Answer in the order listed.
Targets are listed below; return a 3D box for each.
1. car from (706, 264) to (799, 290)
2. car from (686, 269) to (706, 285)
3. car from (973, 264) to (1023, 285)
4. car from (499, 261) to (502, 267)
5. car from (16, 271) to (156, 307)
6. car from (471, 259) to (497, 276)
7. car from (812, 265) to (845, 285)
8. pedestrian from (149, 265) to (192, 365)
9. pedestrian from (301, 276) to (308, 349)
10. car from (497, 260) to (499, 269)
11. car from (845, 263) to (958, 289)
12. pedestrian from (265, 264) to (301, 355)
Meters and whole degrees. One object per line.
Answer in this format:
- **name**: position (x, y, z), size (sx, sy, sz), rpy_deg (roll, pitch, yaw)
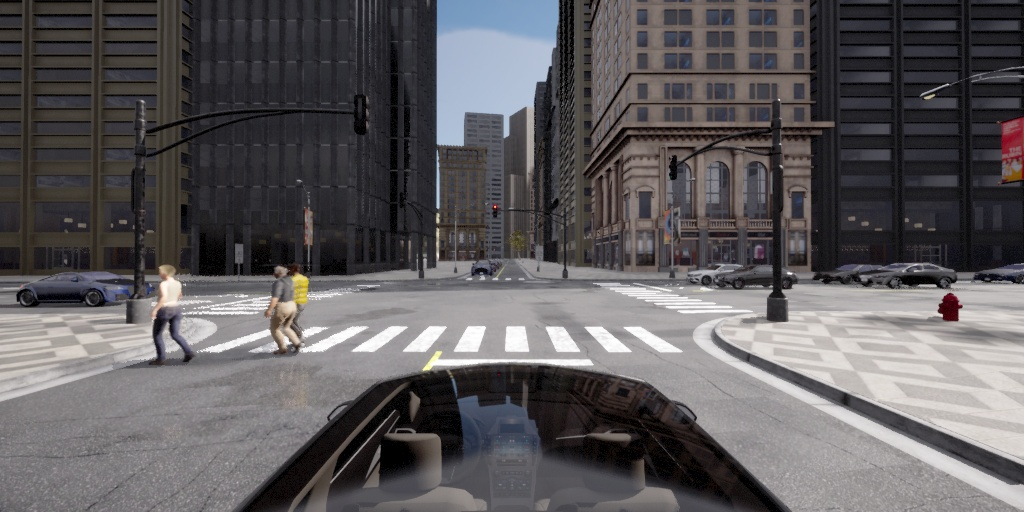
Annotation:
- **car**: position (14.707, 1.238, 21.726), size (4.674, 1.442, 1.812), rpy_deg (0, 0, -1)
- **car**: position (14.643, 1.262, 24.986), size (4.674, 1.442, 1.812), rpy_deg (0, 0, 0)
- **car**: position (35.796, 1.231, 24.989), size (5.357, 1.411, 2.033), rpy_deg (0, 0, 0)
- **car**: position (-3.032, 1.397, 56.580), size (1.994, 1.385, 4.181), rpy_deg (0, 0, 1)
- **car**: position (-17.654, 1.333, 15.011), size (4.181, 1.385, 1.994), rpy_deg (0, 0, 0)
- **car**: position (-3.039, 1.141, 37.641), size (2.097, 1.767, 4.553), rpy_deg (0, 0, 0)
- **car**: position (24.225, 1.259, 24.990), size (5.357, 1.411, 2.033), rpy_deg (0, 0, 0)
- **pedestrian**: position (-6.286, 1.044, 6.570), size (0.375, 1.860, 0.375), rpy_deg (0, 0, 0)
- **pedestrian**: position (-4.637, 1.034, 7.771), size (0.375, 1.860, 0.375), rpy_deg (0, 0, 0)
- **car**: position (-3.046, 1.373, 46.661), size (1.994, 1.385, 4.181), rpy_deg (0, 0, 0)
- **car**: position (23.817, 1.180, 21.738), size (4.902, 1.511, 2.128), rpy_deg (0, 0, 0)
- **pedestrian**: position (-4.567, 1.040, 7.151), size (0.375, 1.860, 0.375), rpy_deg (0, 0, 0)
